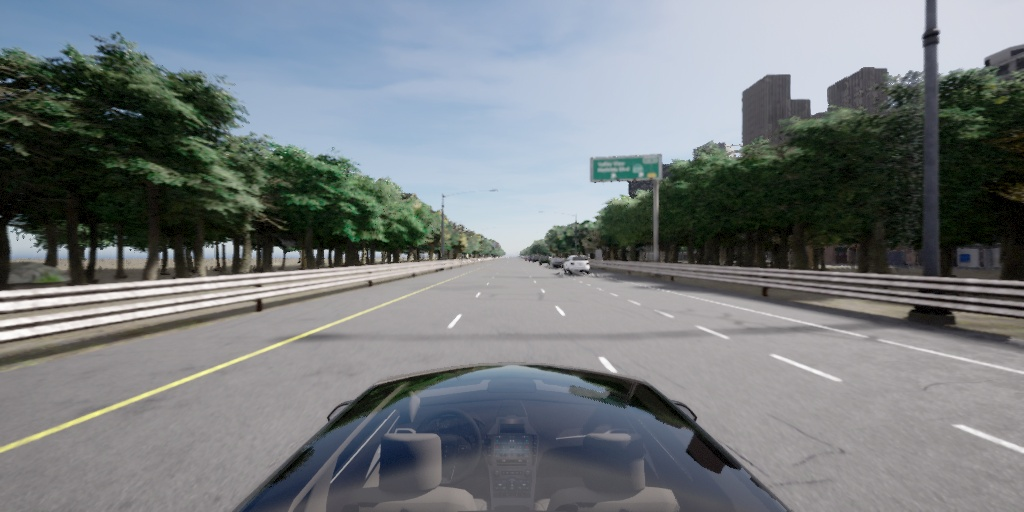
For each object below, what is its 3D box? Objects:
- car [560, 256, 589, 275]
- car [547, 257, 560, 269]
[{"bbox_3d":[7.047,0.965,39.738,2.150,2.045,5.566,0,0,0],"label":"car"},{"bbox_3d":[7.073,1.242,56.676,1.837,1.490,4.892,0,0,0],"label":"car"}]
